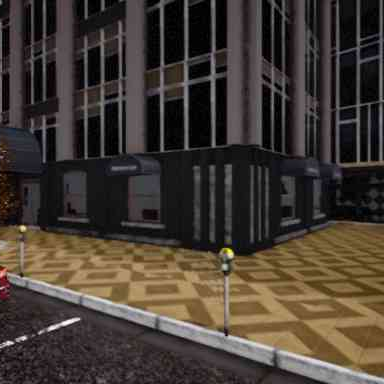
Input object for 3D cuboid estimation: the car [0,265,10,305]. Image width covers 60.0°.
[{"bbox_3d":[-5.229,1.585,6.600,4.206,1.307,1.802,0,0,35],"label":"car"}]
